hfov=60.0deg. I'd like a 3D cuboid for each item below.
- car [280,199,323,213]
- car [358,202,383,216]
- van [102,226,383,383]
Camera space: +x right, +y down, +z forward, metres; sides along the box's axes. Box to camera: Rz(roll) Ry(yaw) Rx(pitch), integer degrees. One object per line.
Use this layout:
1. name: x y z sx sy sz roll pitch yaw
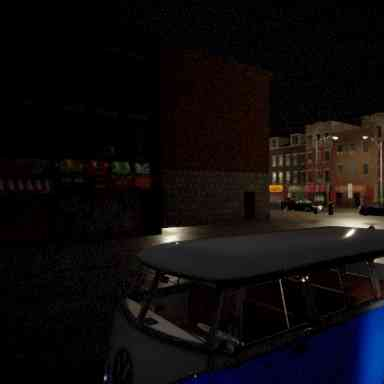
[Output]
1. car: 12.006 1.491 36.762 2.128 1.511 4.902 0 0 -35
2. car: 17.125 1.571 29.575 1.994 1.385 4.181 0 0 -35
3. van: 1.074 1.341 3.587 3.998 1.788 1.690 0 0 -36
